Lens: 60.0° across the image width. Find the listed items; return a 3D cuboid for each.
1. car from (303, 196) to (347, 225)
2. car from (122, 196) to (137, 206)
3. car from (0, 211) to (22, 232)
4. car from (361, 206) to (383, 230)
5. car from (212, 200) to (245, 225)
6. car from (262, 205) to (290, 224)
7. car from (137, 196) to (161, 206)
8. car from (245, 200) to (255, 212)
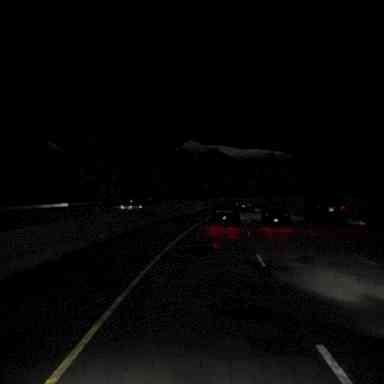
[{"bbox_3d":[9.659,1.271,24.472,2.150,2.045,5.566,0,0,10],"label":"car"},{"bbox_3d":[-10.131,1.485,57.133,2.097,1.767,4.553,0,0,21],"label":"car"},{"bbox_3d":[-9.653,1.502,14.617,1.882,1.535,5.008,0,0,6],"label":"car"},{"bbox_3d":[12.593,1.591,21.220,2.033,1.411,5.357,0,0,10],"label":"car"},{"bbox_3d":[2.653,1.539,24.838,2.128,1.511,4.902,0,0,11],"label":"car"},{"bbox_3d":[6.216,1.650,25.049,1.895,1.301,4.718,0,0,11],"label":"car"},{"bbox_3d":[-6.876,1.670,55.847,1.812,1.442,4.674,0,0,21],"label":"car"},{"bbox_3d":[6.510,1.640,40.393,1.994,1.385,4.181,0,0,17],"label":"car"}]
